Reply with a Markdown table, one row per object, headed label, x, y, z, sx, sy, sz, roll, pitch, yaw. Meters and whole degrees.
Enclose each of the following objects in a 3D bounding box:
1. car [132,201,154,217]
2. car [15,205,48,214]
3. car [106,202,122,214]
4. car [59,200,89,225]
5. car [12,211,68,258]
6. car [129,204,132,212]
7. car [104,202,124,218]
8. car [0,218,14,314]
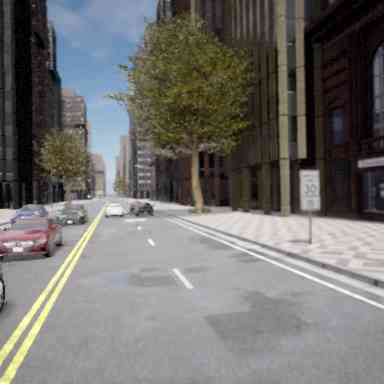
| label | x | y | z | sx | sy | sz | roll | pitch | yaw |
| --- | --- | --- | --- | --- | --- | --- | --- | --- | --- |
| car | -5.356 | 1.925 | 37.223 | 1.837 | 1.490 | 4.892 | -1 | 0 | -13 |
| car | -13.094 | 1.845 | 27.222 | 2.097 | 1.767 | 4.553 | -1 | -1 | -13 |
| car | -10.986 | 2.161 | 46.645 | 2.033 | 1.411 | 5.357 | -1 | 0 | -13 |
| car | -9.878 | 1.786 | 27.771 | 2.097 | 1.767 | 4.553 | -1 | -1 | -12 |
| car | -6.549 | 1.771 | 13.789 | 1.812 | 1.442 | 4.674 | -1 | -1 | -13 |
| car | -7.981 | 2.091 | 48.064 | 1.812 | 1.442 | 4.674 | -1 | 0 | -13 |
| car | -8.488 | 2.002 | 36.424 | 1.812 | 1.442 | 4.674 | -1 | -1 | -13 |
| car | -4.310 | 1.477 | 4.643 | 2.097 | 1.767 | 4.553 | -1 | 0 | -14 |
